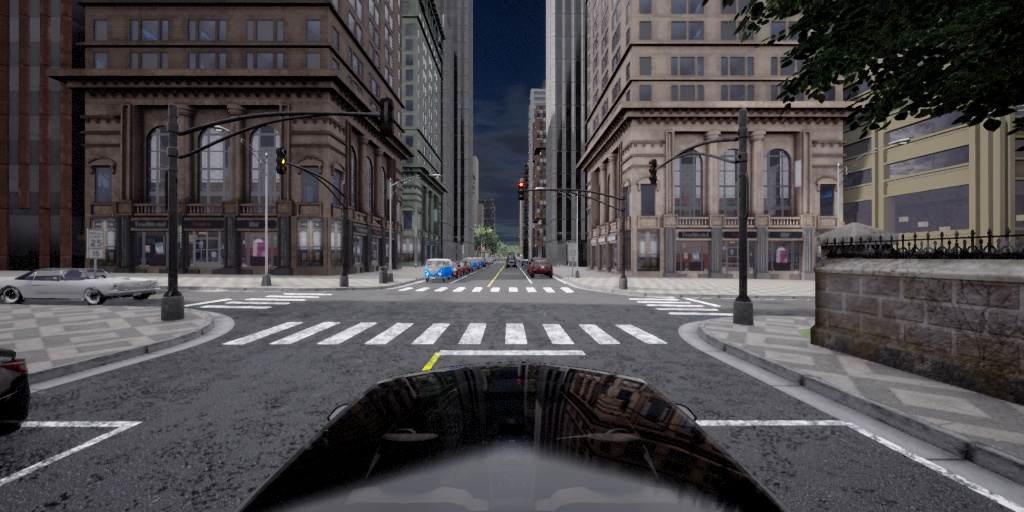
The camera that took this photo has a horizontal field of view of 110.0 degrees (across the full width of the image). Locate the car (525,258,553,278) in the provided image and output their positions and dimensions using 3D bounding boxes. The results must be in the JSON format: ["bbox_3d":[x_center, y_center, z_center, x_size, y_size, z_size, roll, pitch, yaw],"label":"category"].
[{"bbox_3d":[2.698,1.085,33.950,2.192,1.841,5.009,0,0,0],"label":"car"}]

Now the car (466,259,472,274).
[{"bbox_3d":[-5.838,1.323,39.365,1.888,1.381,4.507,0,0,0],"label":"car"}]

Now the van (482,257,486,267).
[{"bbox_3d":[-5.881,1.151,61.130,1.690,1.789,3.998,0,0,0],"label":"van"}]

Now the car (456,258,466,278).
[{"bbox_3d":[-5.827,1.210,33.924,1.967,1.591,4.097,0,0,0],"label":"car"}]

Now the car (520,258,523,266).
[{"bbox_3d":[2.655,1.353,55.713,2.007,1.370,4.403,0,0,0],"label":"car"}]

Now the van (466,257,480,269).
[{"bbox_3d":[-5.860,1.135,50.248,1.690,1.789,3.998,0,0,0],"label":"van"}]

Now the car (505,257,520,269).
[{"bbox_3d":[-0.063,1.312,59.140,1.837,1.490,4.892,0,0,1],"label":"car"}]

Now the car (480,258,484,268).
[{"bbox_3d":[-5.870,1.347,55.689,1.888,1.381,4.507,0,0,0],"label":"car"}]

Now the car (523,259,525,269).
[{"bbox_3d":[2.688,1.092,39.391,2.192,1.841,5.009,0,0,0],"label":"car"}]

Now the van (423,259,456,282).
[{"bbox_3d":[-5.816,1.105,28.484,1.690,1.789,3.998,0,0,0],"label":"van"}]

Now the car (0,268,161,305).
[{"bbox_3d":[-16.565,1.120,13.728,4.718,1.301,1.895,1,0,0],"label":"car"}]

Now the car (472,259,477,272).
[{"bbox_3d":[-5.849,1.351,44.806,1.948,1.339,4.313,0,0,0],"label":"car"}]

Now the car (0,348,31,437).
[{"bbox_3d":[-5.763,1.316,1.827,1.948,1.339,4.313,0,0,0],"label":"car"}]
